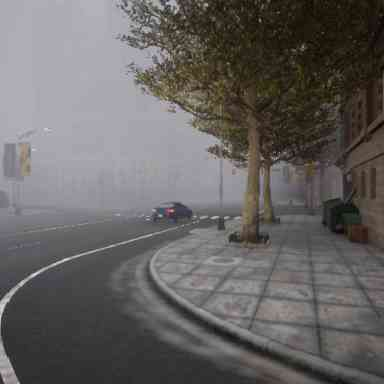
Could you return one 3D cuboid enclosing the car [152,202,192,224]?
[{"bbox_3d":[-1.442,1.458,25.084,1.812,1.442,4.674,0,0,18],"label":"car"}]
